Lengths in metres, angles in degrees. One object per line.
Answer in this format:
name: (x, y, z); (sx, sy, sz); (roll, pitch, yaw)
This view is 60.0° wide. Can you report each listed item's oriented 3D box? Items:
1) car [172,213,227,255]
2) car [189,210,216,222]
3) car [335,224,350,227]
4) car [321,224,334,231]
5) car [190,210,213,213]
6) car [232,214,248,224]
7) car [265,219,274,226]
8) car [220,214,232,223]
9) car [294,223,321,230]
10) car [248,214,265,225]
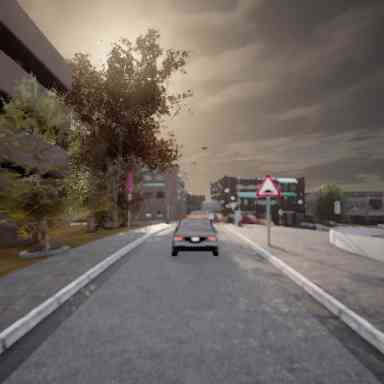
car: (0.143, 1.801, 14.272); (2.033, 1.411, 5.357); (0, -2, 1)
car: (1.952, 4.564, 62.695); (2.435, 2.045, 5.566); (3, -5, -30)
car: (28.456, 7.427, 67.502); (1.946, 1.575, 5.366); (8, -6, -29)
car: (25.575, 7.157, 66.855); (2.002, 1.452, 4.674); (8, -6, -29)
car: (0.582, 2.475, 30.417); (2.097, 1.767, 4.553); (0, -4, 2)
car: (7.804, 5.145, 63.766); (2.185, 1.767, 4.553); (7, -6, -30)
car: (13.634, 5.895, 65.001); (1.946, 1.575, 5.366); (8, -6, -30)
car: (4.832, 4.877, 63.275); (2.185, 1.767, 4.553); (5, -6, -31)
car: (22.604, 6.850, 66.350); (2.002, 1.452, 4.674); (8, -6, -29)
car: (10.801, 5.333, 64.320); (2.435, 2.045, 5.566); (8, -6, -30)
